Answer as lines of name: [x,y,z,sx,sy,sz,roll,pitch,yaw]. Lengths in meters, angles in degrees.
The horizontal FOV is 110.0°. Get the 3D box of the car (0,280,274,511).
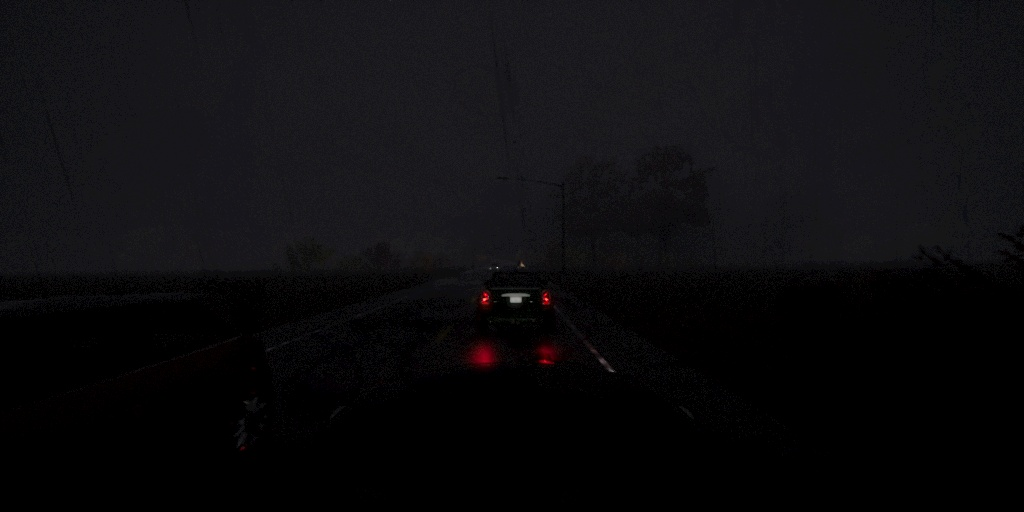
car: [-3.599,1.103,1.916,2.097,1.767,4.553,0,0,0]

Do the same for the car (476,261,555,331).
car: [0.095,1.149,11.353,2.097,1.767,4.553,0,0,0]

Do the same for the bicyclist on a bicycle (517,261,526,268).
bicyclist on a bicycle: [0.946,1.344,35.473,0.866,1.612,1.509,0,0,0]
